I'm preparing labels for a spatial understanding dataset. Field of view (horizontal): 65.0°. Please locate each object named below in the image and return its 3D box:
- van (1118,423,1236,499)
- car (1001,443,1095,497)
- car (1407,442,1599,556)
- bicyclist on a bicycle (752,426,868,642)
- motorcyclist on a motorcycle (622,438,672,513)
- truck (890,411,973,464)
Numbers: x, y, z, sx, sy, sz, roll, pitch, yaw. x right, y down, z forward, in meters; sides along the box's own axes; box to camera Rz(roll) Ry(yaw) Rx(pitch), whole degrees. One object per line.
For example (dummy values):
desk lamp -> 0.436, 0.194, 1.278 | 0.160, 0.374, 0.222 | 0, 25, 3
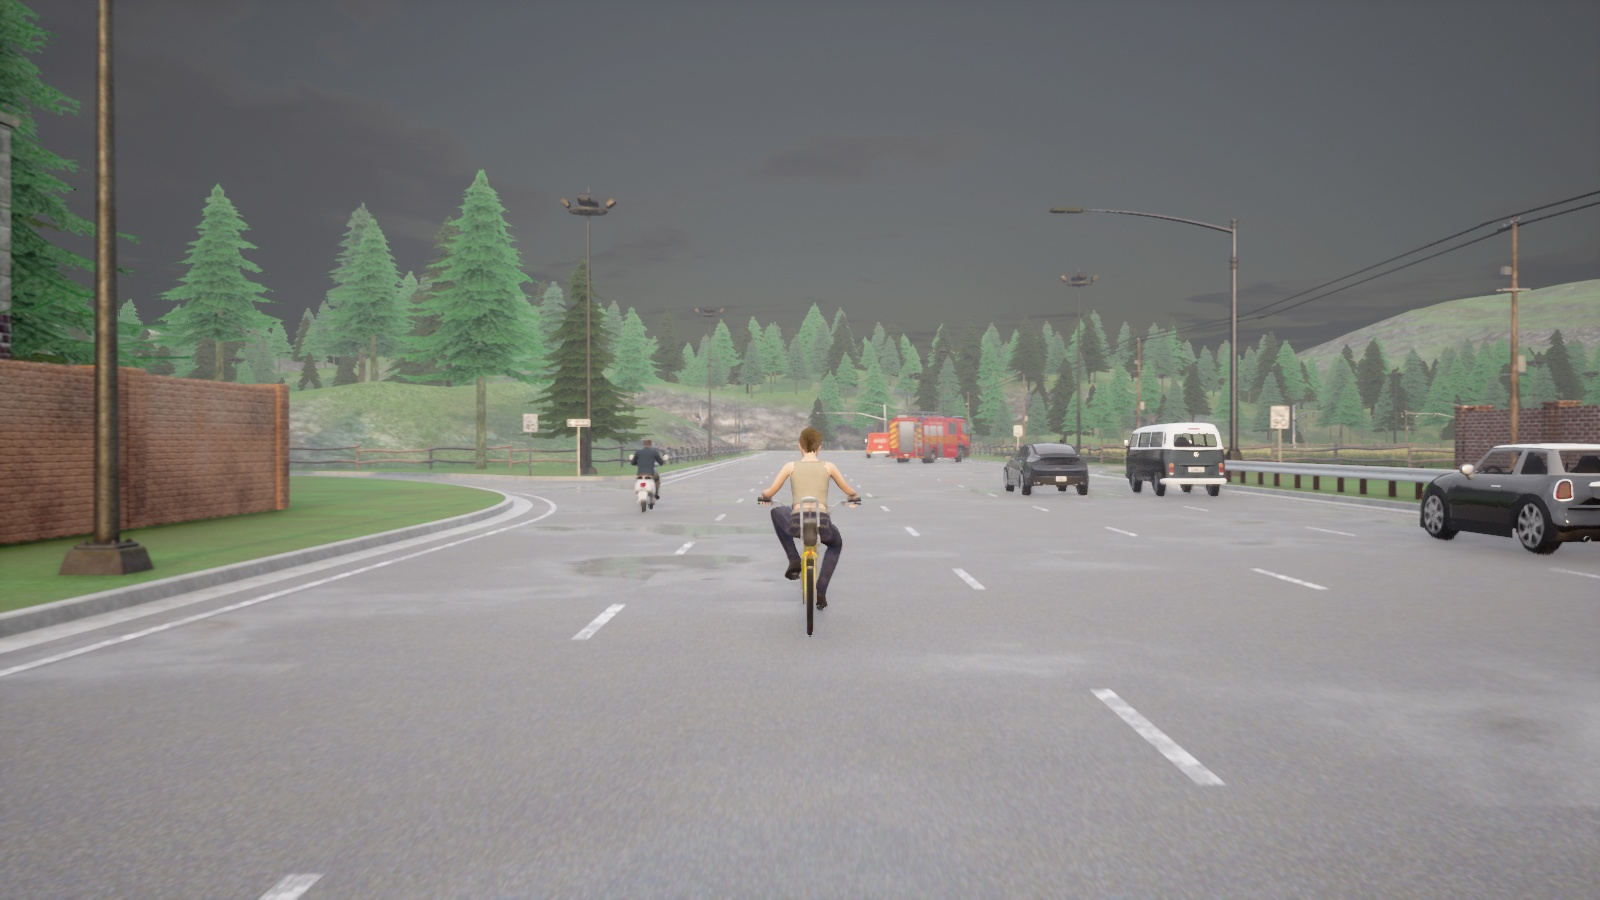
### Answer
van -> 10.719, 0.275, 36.068 | 2.069, 2.038, 4.480 | 0, 0, 0
car -> 7.225, 0.548, 37.110 | 1.837, 1.490, 4.892 | 0, 0, 0
car -> 10.617, 0.619, 18.043 | 1.970, 1.475, 3.806 | 0, 0, 0
bicyclist on a bicycle -> 0.078, 0.626, 10.146 | 0.866, 1.612, 1.509 | 0, 0, 0
motorcyclist on a motorcycle -> -3.329, 0.542, 27.533 | 0.866, 1.590, 1.817 | 0, 0, 0
truck -> 10.003, -0.943, 94.587 | 2.891, 3.827, 8.468 | 1, 1, 31
